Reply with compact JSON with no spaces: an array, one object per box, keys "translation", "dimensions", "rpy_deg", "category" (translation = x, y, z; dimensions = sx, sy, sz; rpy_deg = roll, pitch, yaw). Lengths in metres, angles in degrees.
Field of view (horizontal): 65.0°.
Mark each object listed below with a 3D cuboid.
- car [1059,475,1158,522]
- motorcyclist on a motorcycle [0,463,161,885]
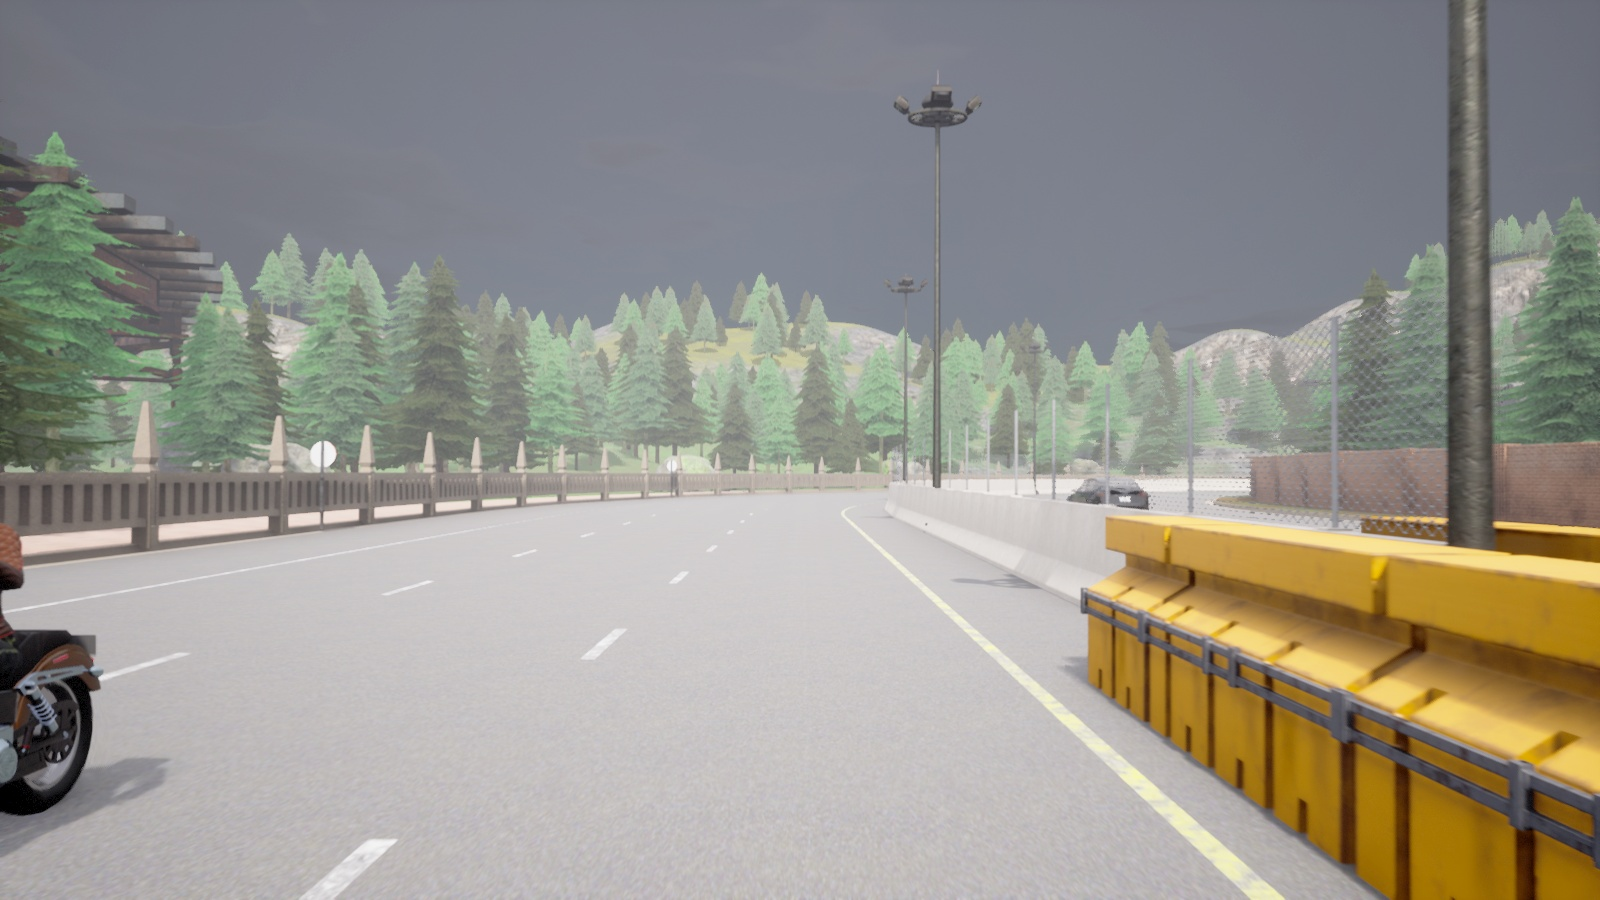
[{"translation":[10.395,1.593,42.703],"dimensions":[2.163,1.488,4.792],"rpy_deg":[0,-1,0],"category":"car"},{"translation":[-3.512,0.878,4.969],"dimensions":[0.766,1.649,2.350],"rpy_deg":[0,-1,0],"category":"motorcyclist on a motorcycle"}]
